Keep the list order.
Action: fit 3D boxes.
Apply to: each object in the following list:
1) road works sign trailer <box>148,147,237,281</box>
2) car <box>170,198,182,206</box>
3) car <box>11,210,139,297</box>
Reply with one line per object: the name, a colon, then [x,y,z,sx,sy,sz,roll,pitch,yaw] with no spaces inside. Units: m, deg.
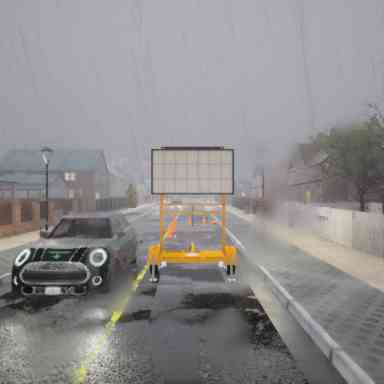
road works sign trailer: [0.019,0.471,9.835,2.380,3.560,2.880,0,0,0]
car: [-2.721,1.702,57.303,1.994,1.385,4.181,0,0,0]
car: [-2.744,1.358,8.809,2.097,1.767,4.553,0,0,0]
